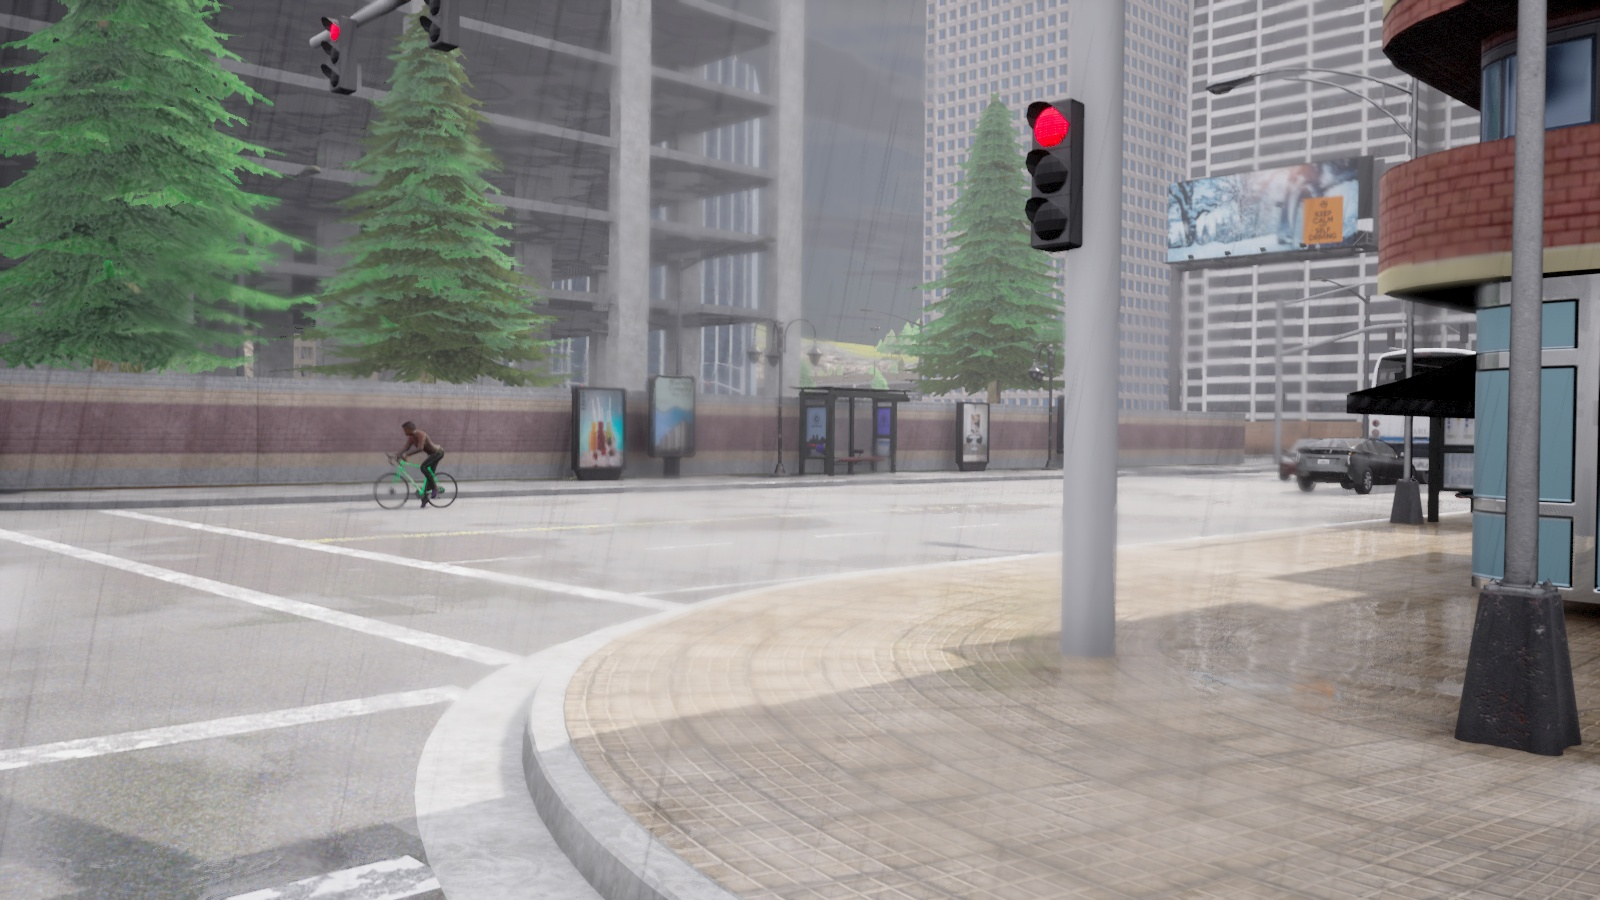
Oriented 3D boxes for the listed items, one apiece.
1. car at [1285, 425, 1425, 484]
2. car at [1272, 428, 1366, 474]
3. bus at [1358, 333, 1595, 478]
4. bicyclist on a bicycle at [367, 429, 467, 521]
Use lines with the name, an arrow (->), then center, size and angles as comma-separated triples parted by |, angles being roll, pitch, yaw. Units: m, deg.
car -> 15.483, 0.089, 34.929 | 4.514, 1.525, 2.007 | -1, 1, -44
car -> 17.843, 0.000, 43.051 | 2.163, 1.488, 4.792 | 0, 1, 33
bus -> 22.722, -1.392, 41.803 | 10.273, 4.253, 3.944 | -1, 1, -44
bicyclist on a bicycle -> -7.052, 0.436, 23.168 | 1.656, 1.620, 0.582 | -2, 1, -44
